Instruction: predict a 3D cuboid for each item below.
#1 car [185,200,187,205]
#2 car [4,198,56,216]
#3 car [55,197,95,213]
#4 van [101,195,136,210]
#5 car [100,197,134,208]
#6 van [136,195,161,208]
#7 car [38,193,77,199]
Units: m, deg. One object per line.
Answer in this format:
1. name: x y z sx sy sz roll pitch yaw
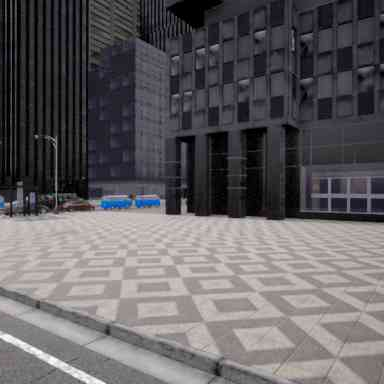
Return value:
1. car: 0.545 1.568 55.008 1.802 1.307 4.206 0 0 35
2. car: -15.925 1.548 31.887 2.008 1.369 4.403 0 0 35
3. car: -12.631 1.575 36.511 1.802 1.307 4.206 0 0 35
4. van: -9.336 1.331 41.135 1.690 1.788 3.998 0 0 35
5. car: -10.981 1.476 48.912 1.837 1.490 4.892 0 0 36
6. van: -6.042 1.329 45.759 1.690 1.788 3.998 0 0 35
7. car: -14.444 1.207 38.552 2.150 2.045 5.566 0 0 35
